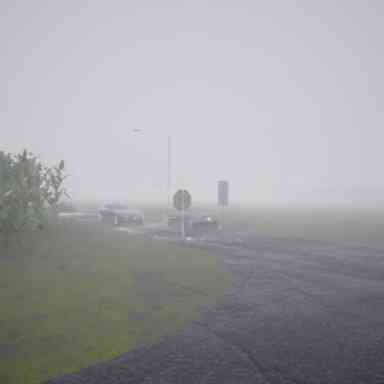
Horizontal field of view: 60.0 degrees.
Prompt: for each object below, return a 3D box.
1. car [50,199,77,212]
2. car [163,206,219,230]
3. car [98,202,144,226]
[{"bbox_3d":[-13.757,1.454,35.453,1.994,1.385,4.181,0,0,-35],"label":"car"},{"bbox_3d":[-0.165,1.573,21.534,1.994,1.385,4.181,0,0,-36],"label":"car"},{"bbox_3d":[-5.124,1.469,23.509,1.837,1.490,4.892,0,0,-36],"label":"car"}]
